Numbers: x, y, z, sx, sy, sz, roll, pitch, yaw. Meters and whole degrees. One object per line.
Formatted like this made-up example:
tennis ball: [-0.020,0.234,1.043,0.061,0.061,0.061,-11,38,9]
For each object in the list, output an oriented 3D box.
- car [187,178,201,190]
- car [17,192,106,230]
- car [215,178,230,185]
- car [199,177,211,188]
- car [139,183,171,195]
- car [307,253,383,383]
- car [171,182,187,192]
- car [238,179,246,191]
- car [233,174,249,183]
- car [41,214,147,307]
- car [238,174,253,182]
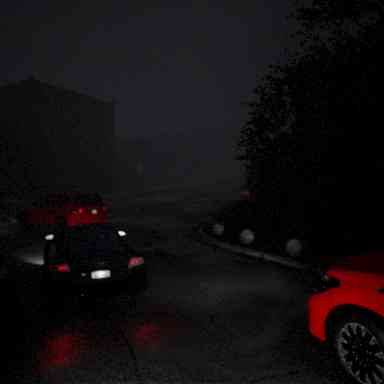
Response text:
car: [-0.816,-1.192,60.170,1.946,1.575,5.366,0,4,27]
car: [-6.945,1.028,17.640,5.566,2.045,2.150,0,1,34]
car: [6.920,-2.314,75.103,2.163,1.488,4.792,0,4,27]
car: [1.847,-1.838,65.298,2.435,2.045,5.566,0,4,27]
car: [-5.896,-0.433,50.389,1.946,1.575,5.366,0,4,28]
car: [3.641,1.197,2.628,2.150,2.045,5.566,0,1,-31]
car: [-3.352,-0.814,55.276,1.946,1.575,5.366,0,4,27]
car: [9.670,-1.038,54.763,1.837,1.490,4.892,0,4,28]
car: [12.013,-3.101,84.921,2.231,1.521,4.892,0,4,27]
car: [-2.483,1.476,7.997,1.994,1.385,4.181,0,1,-23]
car: [14.526,-3.729,89.768,2.435,2.045,5.566,0,4,27]
